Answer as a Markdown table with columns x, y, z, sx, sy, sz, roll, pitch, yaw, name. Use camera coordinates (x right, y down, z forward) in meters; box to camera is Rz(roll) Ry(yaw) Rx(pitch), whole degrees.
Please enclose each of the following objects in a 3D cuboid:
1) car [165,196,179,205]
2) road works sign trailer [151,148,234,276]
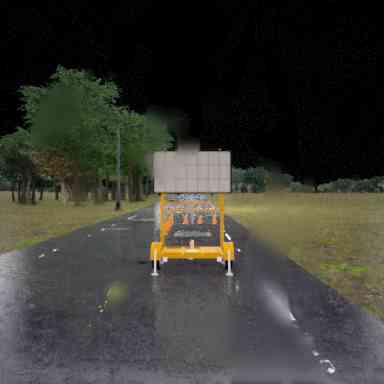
| x | y | z | sx | sy | sz | roll | pitch | yaw | name |
| --- | --- | --- | --- | --- | --- | --- | --- | --- | --- |
| -3.193 | 1.357 | 53.438 | 1.994 | 1.385 | 4.181 | 0 | 0 | 1 | car |
| 0.011 | 0.444 | 10.301 | 2.380 | 3.560 | 2.880 | 0 | 0 | 0 | road works sign trailer |
